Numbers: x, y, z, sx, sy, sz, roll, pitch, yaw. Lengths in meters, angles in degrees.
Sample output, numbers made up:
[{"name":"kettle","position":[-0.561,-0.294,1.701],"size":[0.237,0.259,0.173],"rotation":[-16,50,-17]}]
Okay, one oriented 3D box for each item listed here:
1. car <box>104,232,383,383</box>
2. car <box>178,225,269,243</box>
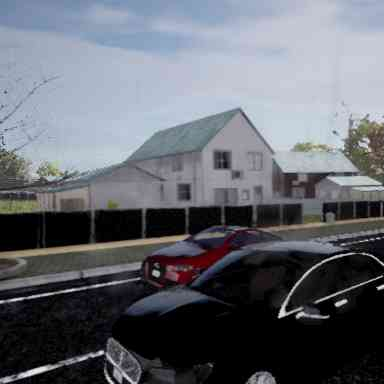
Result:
[{"name":"car","position":[1.268,1.499,4.590],"size":[4.892,1.490,1.837],"rotation":[0,0,-36]},{"name":"car","position":[0.857,1.556,8.288],"size":[4.181,1.385,1.994],"rotation":[0,0,-35]}]
